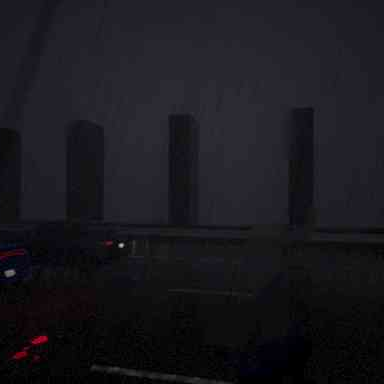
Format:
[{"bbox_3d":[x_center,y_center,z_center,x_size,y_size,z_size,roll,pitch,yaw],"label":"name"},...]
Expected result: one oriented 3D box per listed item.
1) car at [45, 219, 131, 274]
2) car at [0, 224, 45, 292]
[{"bbox_3d":[-4.042,1.555,10.331,4.181,1.385,1.994,0,0,13],"label":"car"},{"bbox_3d":[-6.042,1.462,7.194,5.008,1.535,1.882,0,0,13],"label":"car"}]
